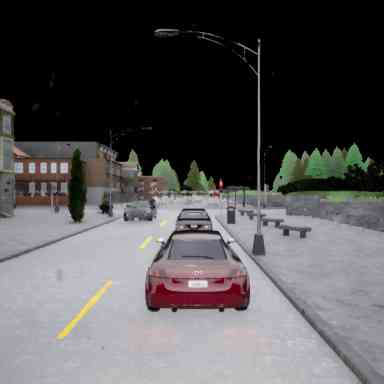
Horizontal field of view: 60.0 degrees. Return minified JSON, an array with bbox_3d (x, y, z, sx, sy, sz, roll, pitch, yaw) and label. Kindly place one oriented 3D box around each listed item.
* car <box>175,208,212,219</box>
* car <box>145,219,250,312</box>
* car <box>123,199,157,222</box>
[{"bbox_3d":[0.084,1.547,17.013,2.033,1.411,5.357,0,0,0],"label":"car"},{"bbox_3d":[0.095,1.564,7.777,1.994,1.385,4.181,0,0,0],"label":"car"},{"bbox_3d":[-4.025,1.371,26.371,2.097,1.767,4.553,0,0,0],"label":"car"}]
